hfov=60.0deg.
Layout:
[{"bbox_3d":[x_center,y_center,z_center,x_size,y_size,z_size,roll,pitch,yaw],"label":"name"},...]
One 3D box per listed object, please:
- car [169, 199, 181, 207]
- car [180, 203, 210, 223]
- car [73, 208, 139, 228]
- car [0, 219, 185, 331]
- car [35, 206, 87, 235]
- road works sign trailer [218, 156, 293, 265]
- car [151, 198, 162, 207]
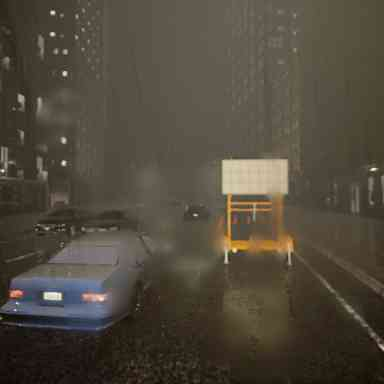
[{"bbox_3d":[-3.001,1.870,59.074,1.994,1.385,4.181,0,0,-4],"label":"car"},{"bbox_3d":[0.407,1.696,26.631,1.994,1.385,4.181,0,0,4],"label":"car"},{"bbox_3d":[-3.941,1.611,16.774,1.812,1.442,4.674,0,0,6],"label":"car"},{"bbox_3d":[-1.673,1.587,7.360,2.033,1.411,5.357,0,0,8],"label":"car"},{"bbox_3d":[-6.969,1.601,18.960,1.837,1.490,4.892,0,0,6],"label":"car"},{"bbox_3d":[2.258,0.524,12.047,2.380,3.560,2.880,0,0,6],"label":"road works sign trailer"},{"bbox_3d":[-6.266,1.847,59.721,2.033,1.411,5.357,0,0,-3],"label":"car"}]
